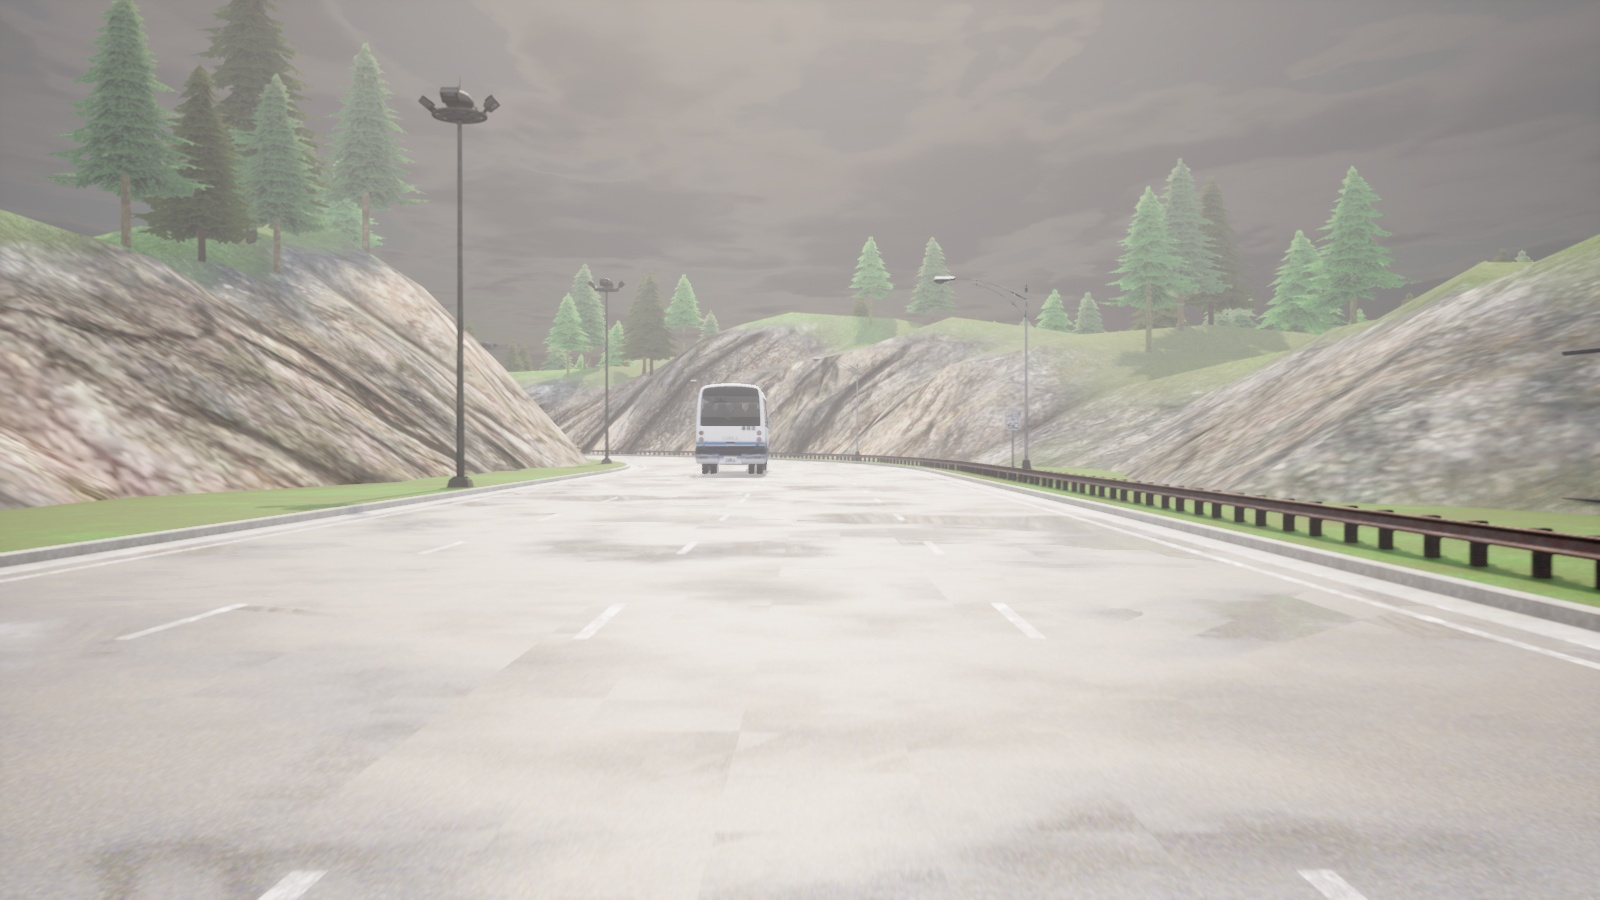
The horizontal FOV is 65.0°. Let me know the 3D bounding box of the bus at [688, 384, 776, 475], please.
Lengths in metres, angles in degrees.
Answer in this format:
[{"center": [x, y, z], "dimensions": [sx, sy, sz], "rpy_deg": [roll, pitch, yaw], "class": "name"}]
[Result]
[{"center": [-3.270, -0.992, 63.668], "dimensions": [3.944, 4.253, 10.273], "rpy_deg": [0, 0, 0], "class": "bus"}]
